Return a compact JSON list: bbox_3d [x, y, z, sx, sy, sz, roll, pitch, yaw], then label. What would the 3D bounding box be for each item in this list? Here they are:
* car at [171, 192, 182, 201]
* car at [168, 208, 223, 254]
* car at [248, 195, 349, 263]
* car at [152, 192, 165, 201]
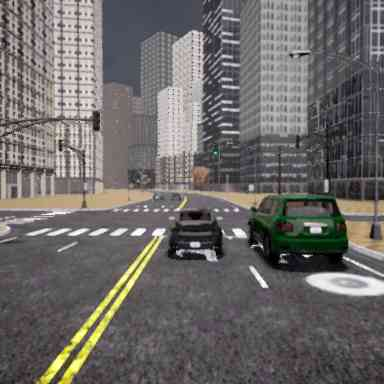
[{"bbox_3d":[-2.884,0.812,61.368,1.837,1.490,4.892,0,1,1],"label":"car"},{"bbox_3d":[0.139,1.370,12.798,1.837,1.490,4.892,0,1,1],"label":"car"},{"bbox_3d":[3.367,1.097,11.575,2.150,2.045,5.566,0,0,1],"label":"car"},{"bbox_3d":[-6.134,0.801,61.347,2.128,1.511,4.902,0,1,1],"label":"car"}]
